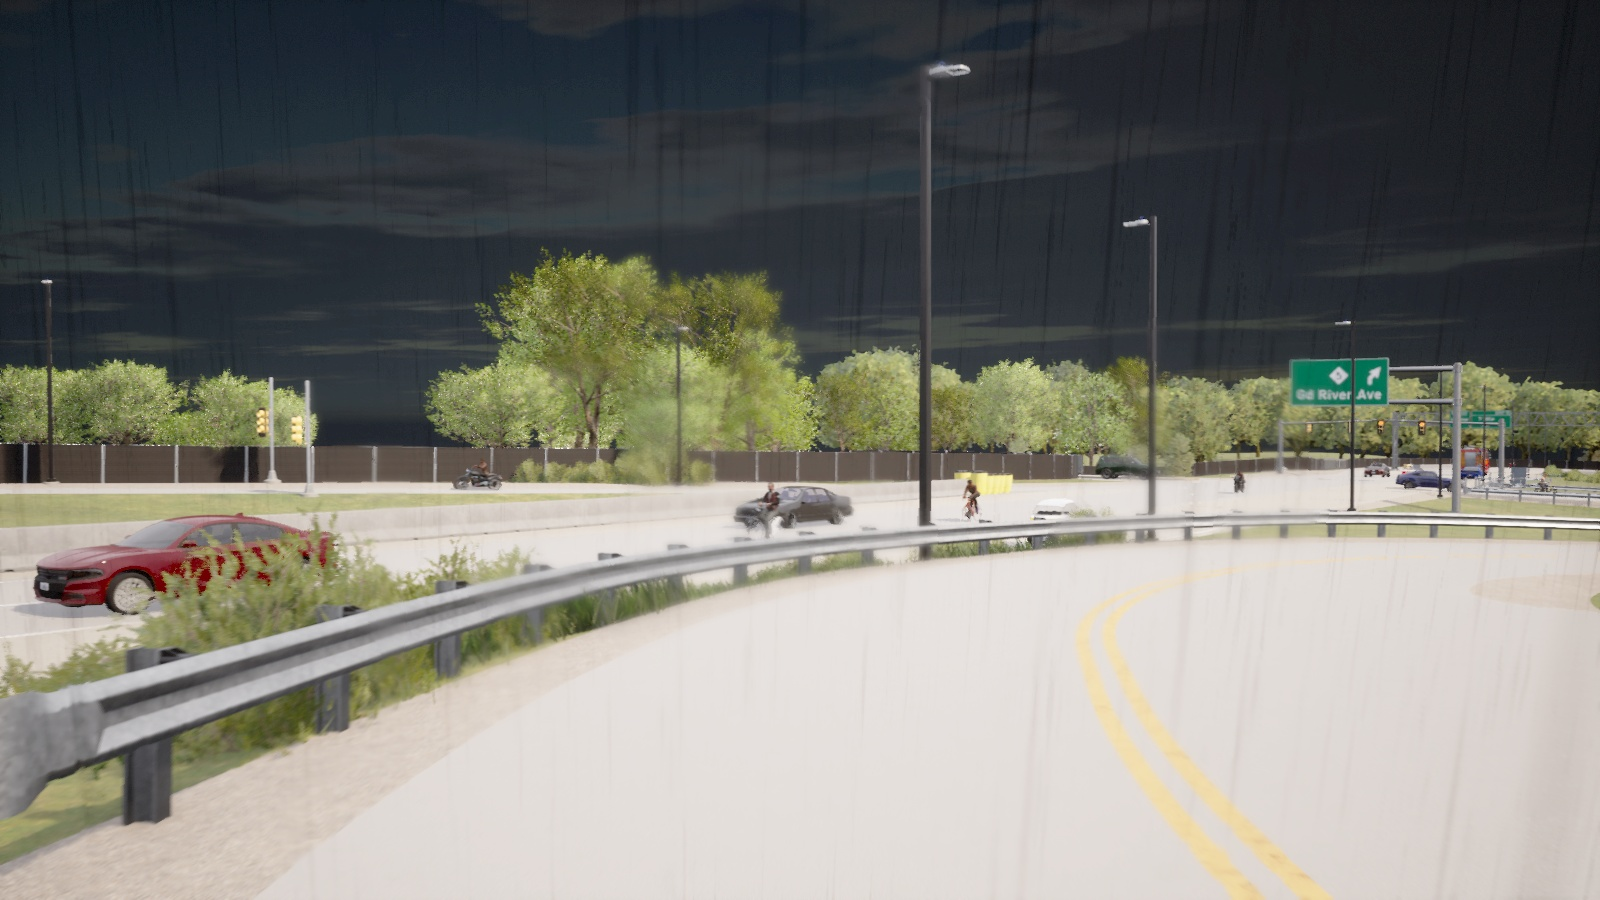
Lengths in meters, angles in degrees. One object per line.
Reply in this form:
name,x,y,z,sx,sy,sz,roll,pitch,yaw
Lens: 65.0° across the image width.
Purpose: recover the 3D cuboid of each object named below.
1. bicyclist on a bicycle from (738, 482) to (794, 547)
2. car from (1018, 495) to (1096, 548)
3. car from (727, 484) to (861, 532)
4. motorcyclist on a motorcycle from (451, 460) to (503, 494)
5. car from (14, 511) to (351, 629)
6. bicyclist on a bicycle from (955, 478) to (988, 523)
bicyclist on a bicycle,-0.977,1.833,36.290,0.659,1.776,1.843,0,0,34
car,7.445,2.037,36.307,1.481,1.376,2.207,0,1,34
car,-0.112,1.976,43.902,2.033,1.411,5.357,0,0,34
motorcyclist on a motorcycle,-15.850,1.330,61.672,2.350,1.649,0.766,0,1,-29
car,-10.561,1.972,21.907,1.882,1.535,5.008,0,0,34
bicyclist on a bicycle,6.482,1.884,47.486,0.582,1.620,1.656,0,1,34
